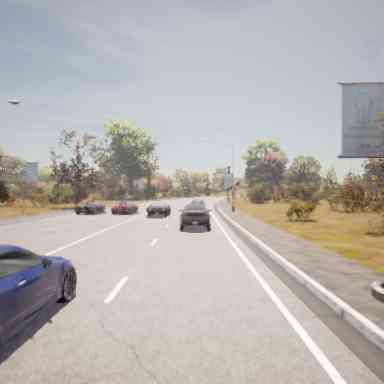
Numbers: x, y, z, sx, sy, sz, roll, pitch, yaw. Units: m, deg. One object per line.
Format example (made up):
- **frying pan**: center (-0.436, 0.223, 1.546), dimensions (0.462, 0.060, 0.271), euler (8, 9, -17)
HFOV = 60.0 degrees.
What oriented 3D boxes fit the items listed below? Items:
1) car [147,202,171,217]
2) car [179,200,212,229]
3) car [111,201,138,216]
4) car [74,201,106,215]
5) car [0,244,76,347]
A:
- **car**: center (-3.094, 1.629, 32.133), dimensions (1.895, 1.301, 4.718), euler (0, 0, 2)
- **car**: center (0.213, 1.525, 21.529), dimensions (1.837, 1.490, 4.892), euler (0, 0, 1)
- **car**: center (-6.735, 1.630, 33.470), dimensions (1.895, 1.301, 4.718), euler (0, 0, 2)
- **car**: center (-10.228, 1.630, 33.686), dimensions (1.895, 1.301, 4.718), euler (0, 0, 2)
- **car**: center (-3.393, 1.530, 5.227), dimensions (1.812, 1.442, 4.674), euler (0, 0, 0)
